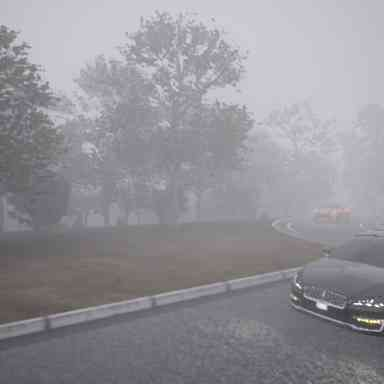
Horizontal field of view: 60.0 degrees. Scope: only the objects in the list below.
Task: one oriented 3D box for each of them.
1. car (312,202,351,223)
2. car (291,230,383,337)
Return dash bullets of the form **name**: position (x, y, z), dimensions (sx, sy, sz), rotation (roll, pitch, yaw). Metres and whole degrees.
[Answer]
- **car**: position (11.997, 1.660, 28.516), dimensions (2.097, 1.767, 4.553), rotation (1, 0, 40)
- **car**: position (4.024, 1.588, 6.729), dimensions (4.892, 1.490, 1.837), rotation (1, 1, -36)
